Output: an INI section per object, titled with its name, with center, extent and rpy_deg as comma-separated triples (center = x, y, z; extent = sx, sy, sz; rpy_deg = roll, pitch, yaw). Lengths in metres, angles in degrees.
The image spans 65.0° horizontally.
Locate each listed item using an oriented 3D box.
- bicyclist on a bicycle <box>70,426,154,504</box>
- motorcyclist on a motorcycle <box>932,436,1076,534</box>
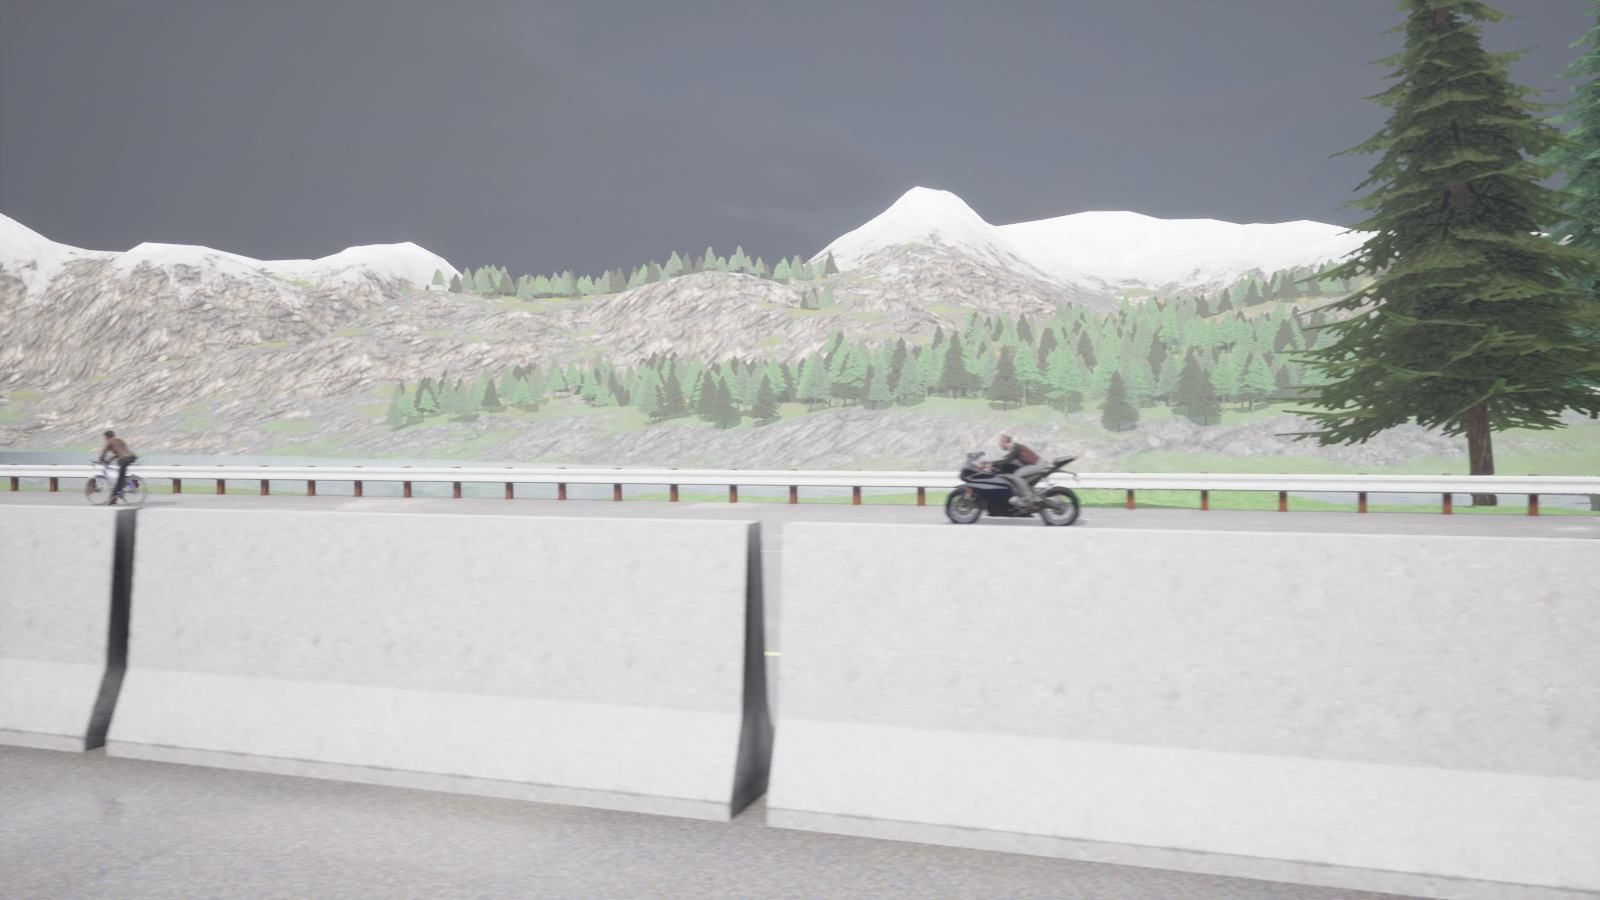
[bicyclist on a bicycle]
center = -14.574, 0.298, 26.611
extent = 1.656, 1.620, 0.582
rpy_deg = 0, 1, 19
[motorcyclist on a motorcycle]
center = 3.337, 0.545, 20.543
extent = 2.191, 1.530, 0.866
rpy_deg = 1, 1, 19
